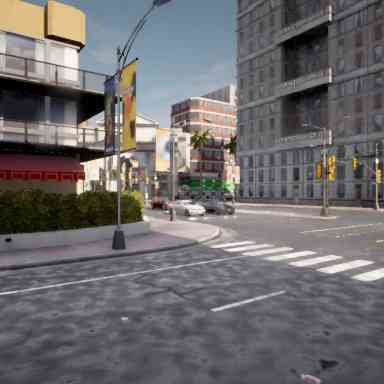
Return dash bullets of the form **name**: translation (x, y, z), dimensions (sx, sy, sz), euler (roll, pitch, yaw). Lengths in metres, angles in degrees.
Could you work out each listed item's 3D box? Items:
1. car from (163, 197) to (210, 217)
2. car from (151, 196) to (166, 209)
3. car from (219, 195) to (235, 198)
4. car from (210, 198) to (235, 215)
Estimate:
- **car**: translation (-0.623, 1.526, 32.117), dimensions (1.812, 1.442, 4.674), euler (0, 0, -35)
- **car**: translation (-3.417, 1.352, 42.211), dimensions (2.097, 1.767, 4.553), euler (0, 0, -35)
- **car**: translation (9.006, 1.500, 85.629), dimensions (4.892, 1.490, 1.837), euler (0, 0, -35)
- **car**: translation (2.449, 1.564, 33.837), dimensions (1.994, 1.385, 4.181), euler (0, 0, -35)
